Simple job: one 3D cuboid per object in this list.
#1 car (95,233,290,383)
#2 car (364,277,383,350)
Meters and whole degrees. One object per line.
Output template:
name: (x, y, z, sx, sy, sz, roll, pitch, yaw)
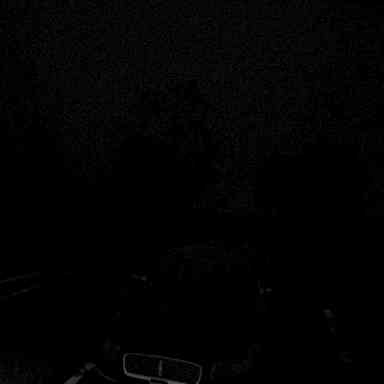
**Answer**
car: (0.366, 1.472, 5.249, 2.231, 1.521, 4.892, 1, 0, 16)
car: (3.122, 1.490, 3.268, 2.231, 1.521, 4.892, 0, -1, 15)
